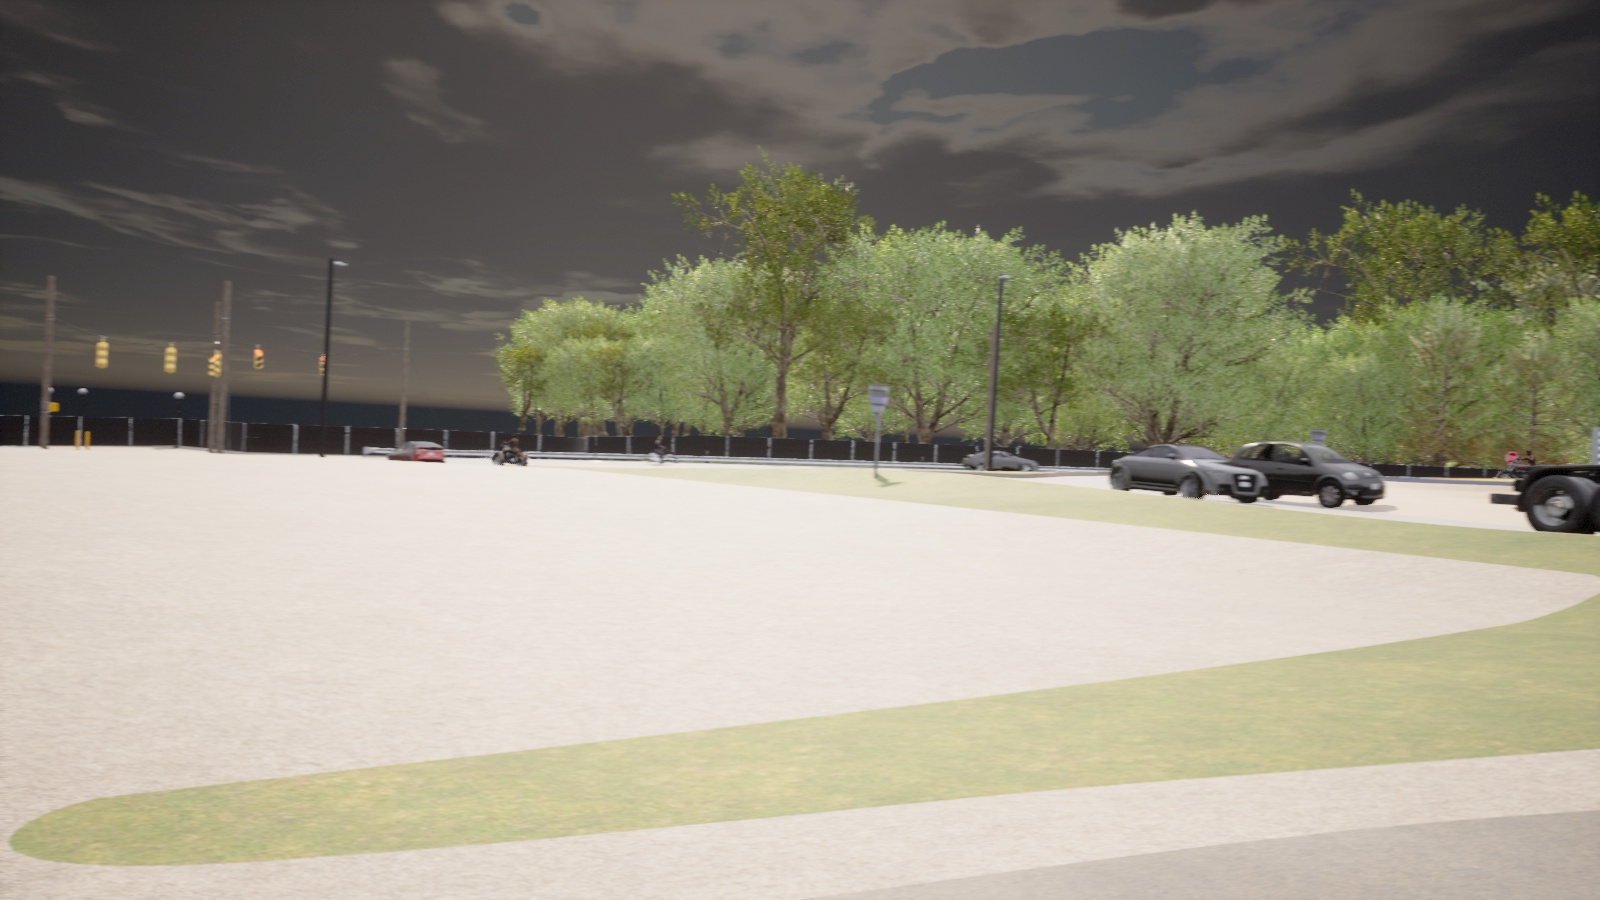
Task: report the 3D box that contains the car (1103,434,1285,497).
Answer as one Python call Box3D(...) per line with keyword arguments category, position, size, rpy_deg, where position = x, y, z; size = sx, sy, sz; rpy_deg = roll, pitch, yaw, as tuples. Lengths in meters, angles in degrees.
Box3D(category="car", position=(9.836, 0.349, 31.659), size=(1.994, 1.385, 4.181), rpy_deg=(2, 1, -26))

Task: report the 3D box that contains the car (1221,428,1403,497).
Box3D(category="car", position=(13.248, 0.268, 32.695), size=(1.851, 1.617, 3.988), rpy_deg=(-1, 2, -36))

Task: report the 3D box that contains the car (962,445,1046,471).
Box3D(category="car", position=(12.962, 0.500, 79.893), size=(4.902, 1.511, 2.128), rpy_deg=(0, 1, -5))

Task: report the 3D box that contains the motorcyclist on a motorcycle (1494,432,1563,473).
Box3D(category="motorcyclist on a motorcycle", position=(30.298, 0.114, 52.252), size=(2.350, 1.649, 0.766), rpy_deg=(-1, -4, 3))

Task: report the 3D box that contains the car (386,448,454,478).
Box3D(category="car", position=(-19.800, 0.695, 65.352), size=(2.007, 1.525, 4.514), rpy_deg=(1, -2, -36))

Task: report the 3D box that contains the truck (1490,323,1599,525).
Box3D(category="truck", position=(15.990, -0.497, 20.521), size=(2.891, 3.462, 7.936), rpy_deg=(3, -4, -27))

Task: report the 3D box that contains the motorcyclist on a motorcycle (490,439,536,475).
Box3D(category="motorcyclist on a motorcycle", position=(-13.413, 0.344, 58.612), size=(2.350, 1.649, 0.766), rpy_deg=(-1, -1, 37))
